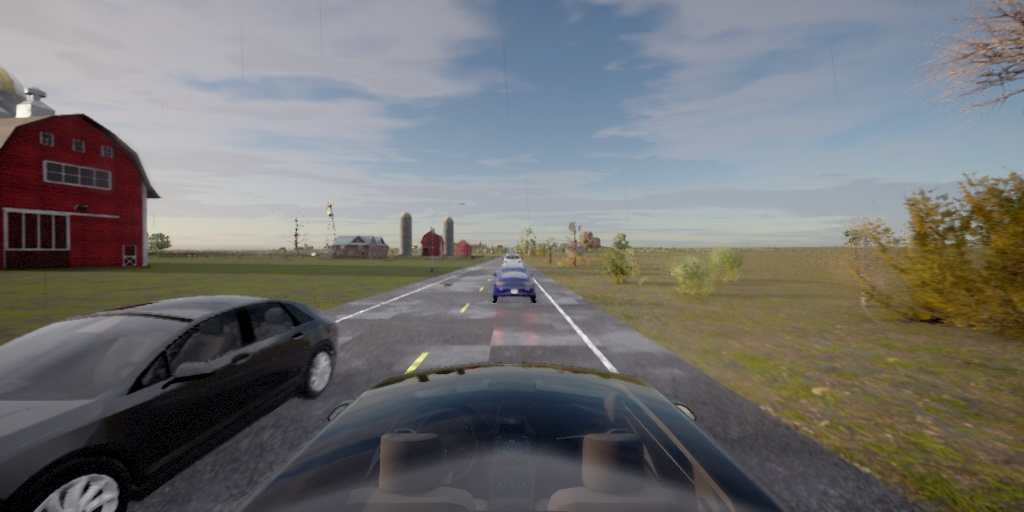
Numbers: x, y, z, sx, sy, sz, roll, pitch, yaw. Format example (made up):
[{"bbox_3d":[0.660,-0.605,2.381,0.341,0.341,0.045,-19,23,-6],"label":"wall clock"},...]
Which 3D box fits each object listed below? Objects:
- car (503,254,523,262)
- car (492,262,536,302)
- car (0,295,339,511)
[{"bbox_3d":[0.078,0.785,43.043,2.150,2.045,5.566,0,0,0],"label":"car"},{"bbox_3d":[0.089,1.211,16.460,1.812,1.442,4.674,0,0,0],"label":"car"},{"bbox_3d":[-3.600,1.246,3.668,1.837,1.490,4.892,0,0,0],"label":"car"}]
